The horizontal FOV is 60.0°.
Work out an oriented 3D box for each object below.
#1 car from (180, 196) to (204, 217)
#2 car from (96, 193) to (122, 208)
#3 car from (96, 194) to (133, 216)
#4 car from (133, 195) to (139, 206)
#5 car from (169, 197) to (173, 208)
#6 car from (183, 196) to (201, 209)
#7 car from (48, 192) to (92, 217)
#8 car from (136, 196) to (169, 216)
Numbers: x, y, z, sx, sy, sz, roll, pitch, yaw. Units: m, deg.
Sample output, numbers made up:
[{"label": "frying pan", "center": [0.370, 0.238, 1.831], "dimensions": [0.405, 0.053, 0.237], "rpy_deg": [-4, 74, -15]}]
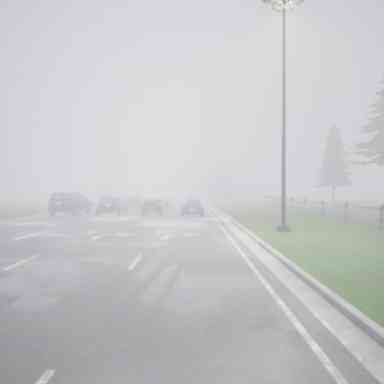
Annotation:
[{"label": "car", "center": [0.043, 1.338, 28.828], "dimensions": [1.994, 1.385, 4.181], "rpy_deg": [0, 1, 1]}, {"label": "car", "center": [-10.423, 1.022, 42.238], "dimensions": [2.097, 1.767, 4.553], "rpy_deg": [0, 1, 0]}, {"label": "car", "center": [-6.952, 1.119, 29.565], "dimensions": [2.097, 1.767, 4.553], "rpy_deg": [0, 0, 1]}, {"label": "car", "center": [-6.927, 1.179, 41.622], "dimensions": [1.837, 1.490, 4.892], "rpy_deg": [0, 0, 0]}, {"label": "car", "center": [-3.424, 1.272, 41.919], "dimensions": [1.895, 1.301, 4.718], "rpy_deg": [0, 0, 0]}, {"label": "car", "center": [0.063, 1.229, 40.552], "dimensions": [2.033, 1.411, 5.357], "rpy_deg": [0, 0, 1]}, {"label": "car", "center": [-10.463, 0.997, 28.893], "dimensions": [2.150, 2.045, 5.566], "rpy_deg": [0, 1, 1]}, {"label": "car", "center": [-3.447, 1.270, 29.891], "dimensions": [1.837, 1.490, 4.892], "rpy_deg": [0, 0, 1]}]
